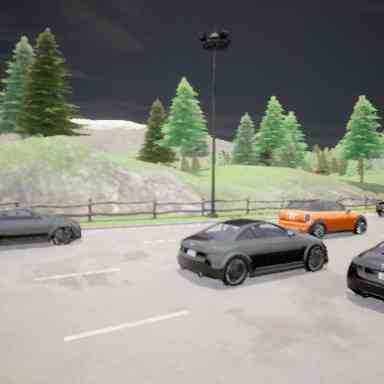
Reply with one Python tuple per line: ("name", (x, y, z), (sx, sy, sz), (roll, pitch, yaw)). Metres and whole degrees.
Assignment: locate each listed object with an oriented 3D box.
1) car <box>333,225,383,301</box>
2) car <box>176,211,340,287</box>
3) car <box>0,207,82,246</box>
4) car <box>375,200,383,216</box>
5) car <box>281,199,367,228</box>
("car", (5.184, 1.489, 6.951), (4.181, 1.385, 1.994), (0, 1, -32))
("car", (1.692, 1.413, 8.910), (4.181, 1.385, 1.994), (0, 1, -32))
("car", (-6.263, 1.259, 12.233), (4.181, 1.385, 1.994), (0, 1, -32))
("car", (16.544, 1.193, 26.269), (4.902, 1.511, 2.128), (0, 1, -32))
("car", (6.234, 1.127, 15.810), (4.553, 1.767, 2.097), (0, 1, -32))
